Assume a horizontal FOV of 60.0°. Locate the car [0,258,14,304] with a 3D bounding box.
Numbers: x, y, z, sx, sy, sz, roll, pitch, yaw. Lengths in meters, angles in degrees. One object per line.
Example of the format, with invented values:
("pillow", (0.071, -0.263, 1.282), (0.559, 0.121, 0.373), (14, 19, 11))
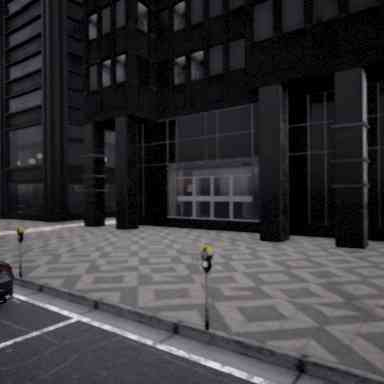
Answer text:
("car", (-5.389, 1.628, 6.955), (4.403, 1.369, 2.008), (-1, 0, 36))
